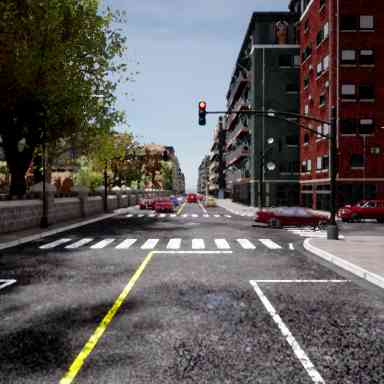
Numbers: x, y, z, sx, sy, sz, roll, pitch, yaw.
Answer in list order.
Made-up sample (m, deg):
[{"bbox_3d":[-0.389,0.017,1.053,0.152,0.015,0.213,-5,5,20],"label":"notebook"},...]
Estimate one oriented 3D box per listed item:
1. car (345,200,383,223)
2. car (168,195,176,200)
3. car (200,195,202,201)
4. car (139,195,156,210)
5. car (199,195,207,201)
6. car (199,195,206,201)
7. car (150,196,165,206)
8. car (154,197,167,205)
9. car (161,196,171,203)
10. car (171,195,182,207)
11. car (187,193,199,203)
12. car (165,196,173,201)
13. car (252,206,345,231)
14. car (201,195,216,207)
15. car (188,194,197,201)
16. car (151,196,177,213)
[{"bbox_3d":[14.639,1.589,27.306,5.009,1.841,2.192,1,-1,0],"label":"car"},{"bbox_3d":[-5.614,1.573,93.542,1.752,1.417,4.829,0,0,0],"label":"car"},{"bbox_3d":[2.734,1.558,54.960,1.887,1.381,4.507,0,0,0],"label":"car"},{"bbox_3d":[-5.656,1.321,43.896,2.192,1.841,5.009,0,0,0],"label":"car"},{"bbox_3d":[2.757,1.581,82.636,1.887,1.381,4.507,0,0,0],"label":"car"},{"bbox_3d":[2.761,1.586,88.171,1.887,1.381,4.507,0,0,0],"label":"car"},{"bbox_3d":[-5.647,1.453,54.966,1.967,1.590,4.097,0,0,0],"label":"car"},{"bbox_3d":[-5.642,1.562,60.502,1.887,1.381,4.507,0,0,0],"label":"car"},{"bbox_3d":[-5.632,1.608,71.571,1.802,1.307,4.206,0,0,0],"label":"car"},{"bbox_3d":[-3.045,1.537,52.711,1.812,1.442,4.674,0,0,0],"label":"car"},{"bbox_3d":[0.060,1.245,69.238,2.150,2.045,5.566,0,0,0],"label":"car"},{"bbox_3d":[-5.623,1.618,82.642,1.802,1.307,4.206,0,0,0],"label":"car"},{"bbox_3d":[6.607,1.652,21.584,5.357,1.411,2.033,2,0,8],"label":"car"},{"bbox_3d":[2.730,1.535,49.595,1.752,1.417,4.829,0,0,0],"label":"car"},{"bbox_3d":[0.068,1.300,79.598,2.097,1.767,4.553,0,0,0],"label":"car"},{"bbox_3d":[-3.025,1.481,36.800,1.882,1.535,5.008,0,0,-1],"label":"car"}]
